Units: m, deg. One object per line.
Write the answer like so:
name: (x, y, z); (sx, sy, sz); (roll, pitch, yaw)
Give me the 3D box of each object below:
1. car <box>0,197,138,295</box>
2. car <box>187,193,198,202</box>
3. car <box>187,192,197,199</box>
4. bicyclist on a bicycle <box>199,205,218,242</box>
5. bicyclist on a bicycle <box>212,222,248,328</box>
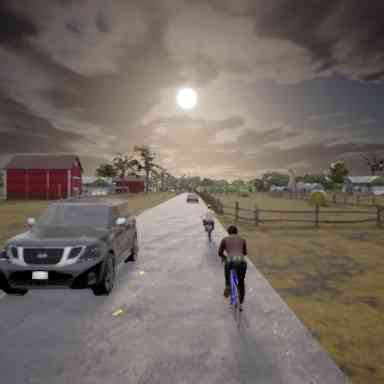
car: (-2.850, 1.194, 8.998); (2.150, 2.045, 5.566); (0, 0, 0)
car: (0.104, 1.011, 58.408); (1.994, 1.385, 4.181); (0, 1, -1)
car: (0.003, 0.831, 73.885); (2.033, 1.411, 5.357); (0, 1, 0)
bicyclist on a bicycle: (0.770, 1.365, 15.056); (0.866, 1.612, 1.509); (0, 2, 0)
bicyclist on a bicycle: (0.757, 1.441, 6.038); (0.582, 1.620, 1.656); (0, 0, 0)
